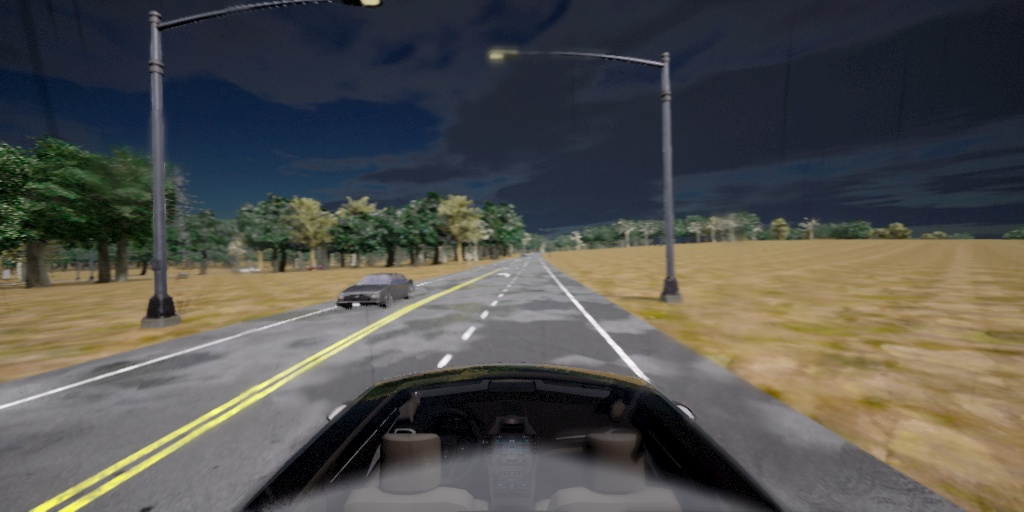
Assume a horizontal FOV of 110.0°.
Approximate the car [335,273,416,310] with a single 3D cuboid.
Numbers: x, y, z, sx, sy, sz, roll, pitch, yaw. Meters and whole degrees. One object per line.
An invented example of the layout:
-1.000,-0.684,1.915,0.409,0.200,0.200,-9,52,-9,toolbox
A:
-5.936,1.485,16.411,2.033,1.411,5.357,-1,0,1,car
